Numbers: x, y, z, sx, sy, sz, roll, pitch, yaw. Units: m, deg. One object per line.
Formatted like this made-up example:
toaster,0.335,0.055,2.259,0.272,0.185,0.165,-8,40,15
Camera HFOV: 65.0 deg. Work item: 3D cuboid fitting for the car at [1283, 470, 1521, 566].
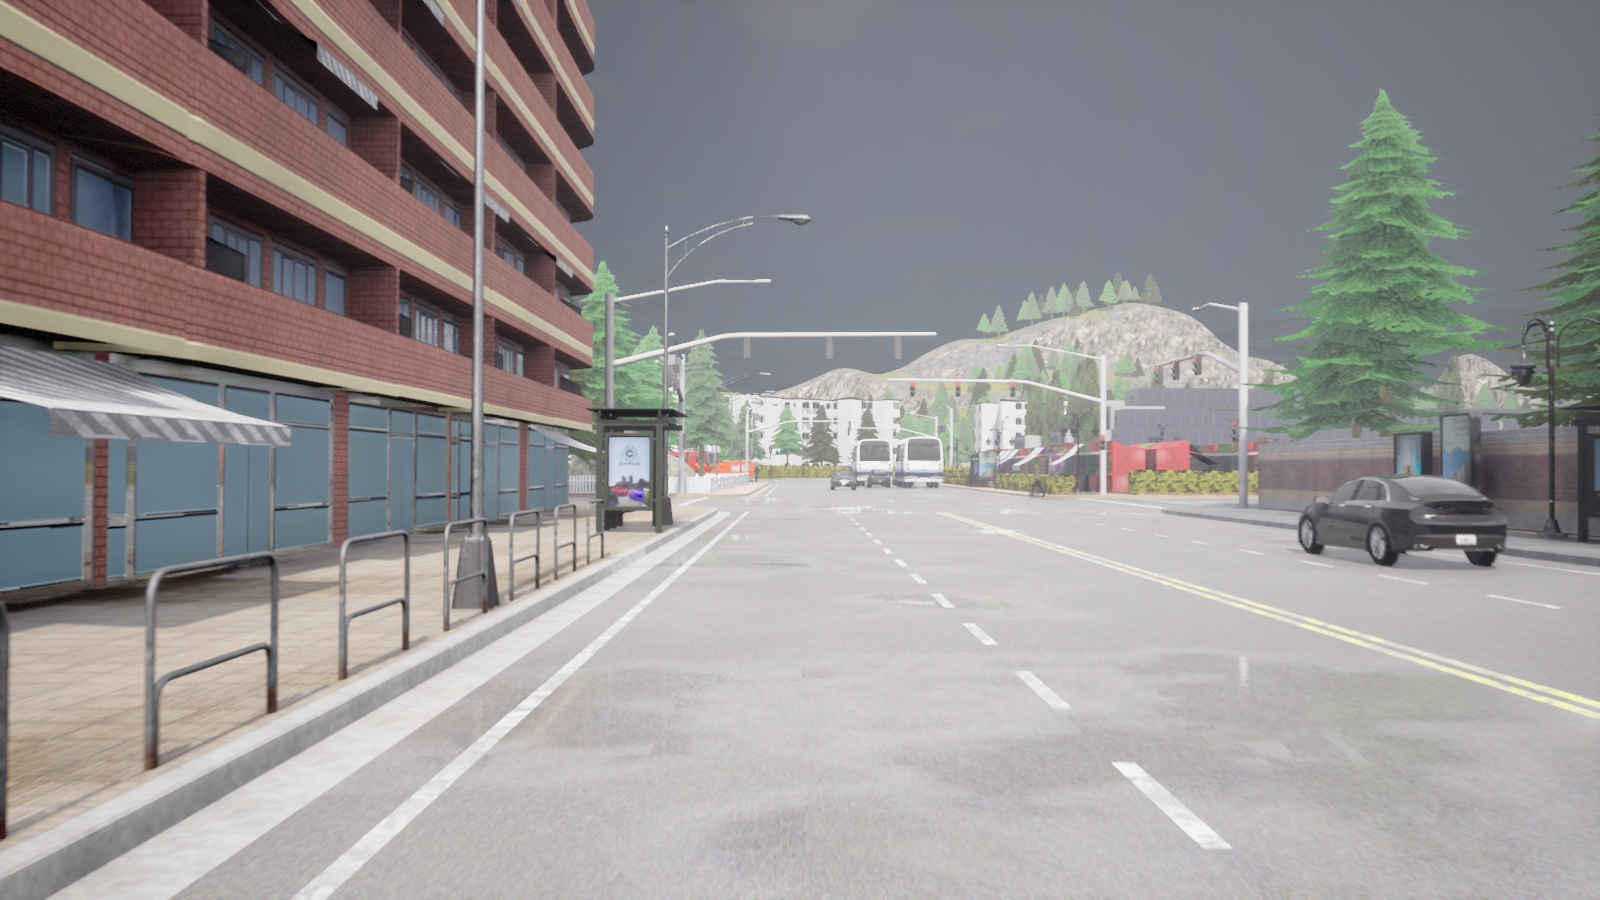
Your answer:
car,10.431,1.109,22.236,1.837,1.490,4.892,0,-1,0

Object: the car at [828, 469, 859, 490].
car,3.210,2.165,93.493,2.128,1.511,4.902,0,-1,0

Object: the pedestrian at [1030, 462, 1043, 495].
pedestrian,12.948,1.565,68.809,0.634,1.846,0.331,0,-1,6
